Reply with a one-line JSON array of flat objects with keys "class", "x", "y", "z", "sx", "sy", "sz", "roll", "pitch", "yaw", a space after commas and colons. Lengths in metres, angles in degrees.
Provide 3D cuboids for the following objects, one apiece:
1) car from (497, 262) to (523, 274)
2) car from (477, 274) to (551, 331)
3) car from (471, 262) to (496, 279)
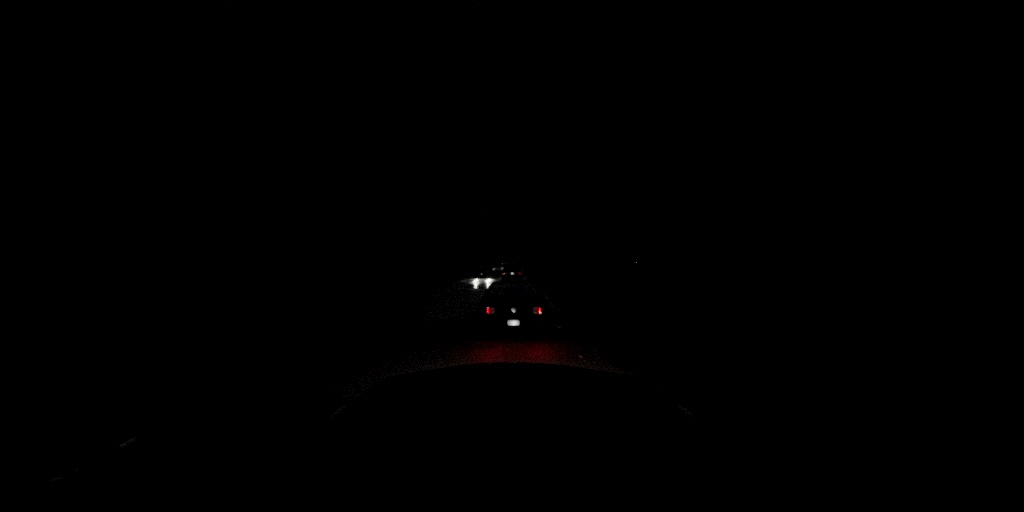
[{"class": "car", "x": 0.032, "y": 1.516, "z": 31.992, "sx": 2.033, "sy": 1.411, "sz": 5.357, "roll": 0, "pitch": 0, "yaw": 0}, {"class": "car", "x": 0.057, "y": 1.424, "z": 11.300, "sx": 1.895, "sy": 1.301, "sz": 4.718, "roll": 0, "pitch": 0, "yaw": 0}, {"class": "car", "x": -2.919, "y": 1.559, "z": 36.122, "sx": 1.994, "sy": 1.385, "sz": 4.181, "roll": 0, "pitch": 0, "yaw": 0}]
